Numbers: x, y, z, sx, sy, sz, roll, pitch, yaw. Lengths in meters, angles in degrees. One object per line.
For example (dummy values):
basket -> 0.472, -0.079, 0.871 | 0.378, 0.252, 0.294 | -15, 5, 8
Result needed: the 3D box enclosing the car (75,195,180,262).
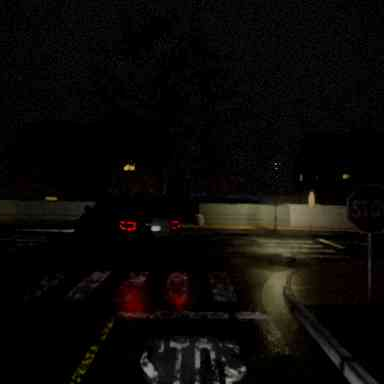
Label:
car -> -2.495, 1.124, 12.127 | 2.150, 2.045, 5.566 | 2, 0, -32
